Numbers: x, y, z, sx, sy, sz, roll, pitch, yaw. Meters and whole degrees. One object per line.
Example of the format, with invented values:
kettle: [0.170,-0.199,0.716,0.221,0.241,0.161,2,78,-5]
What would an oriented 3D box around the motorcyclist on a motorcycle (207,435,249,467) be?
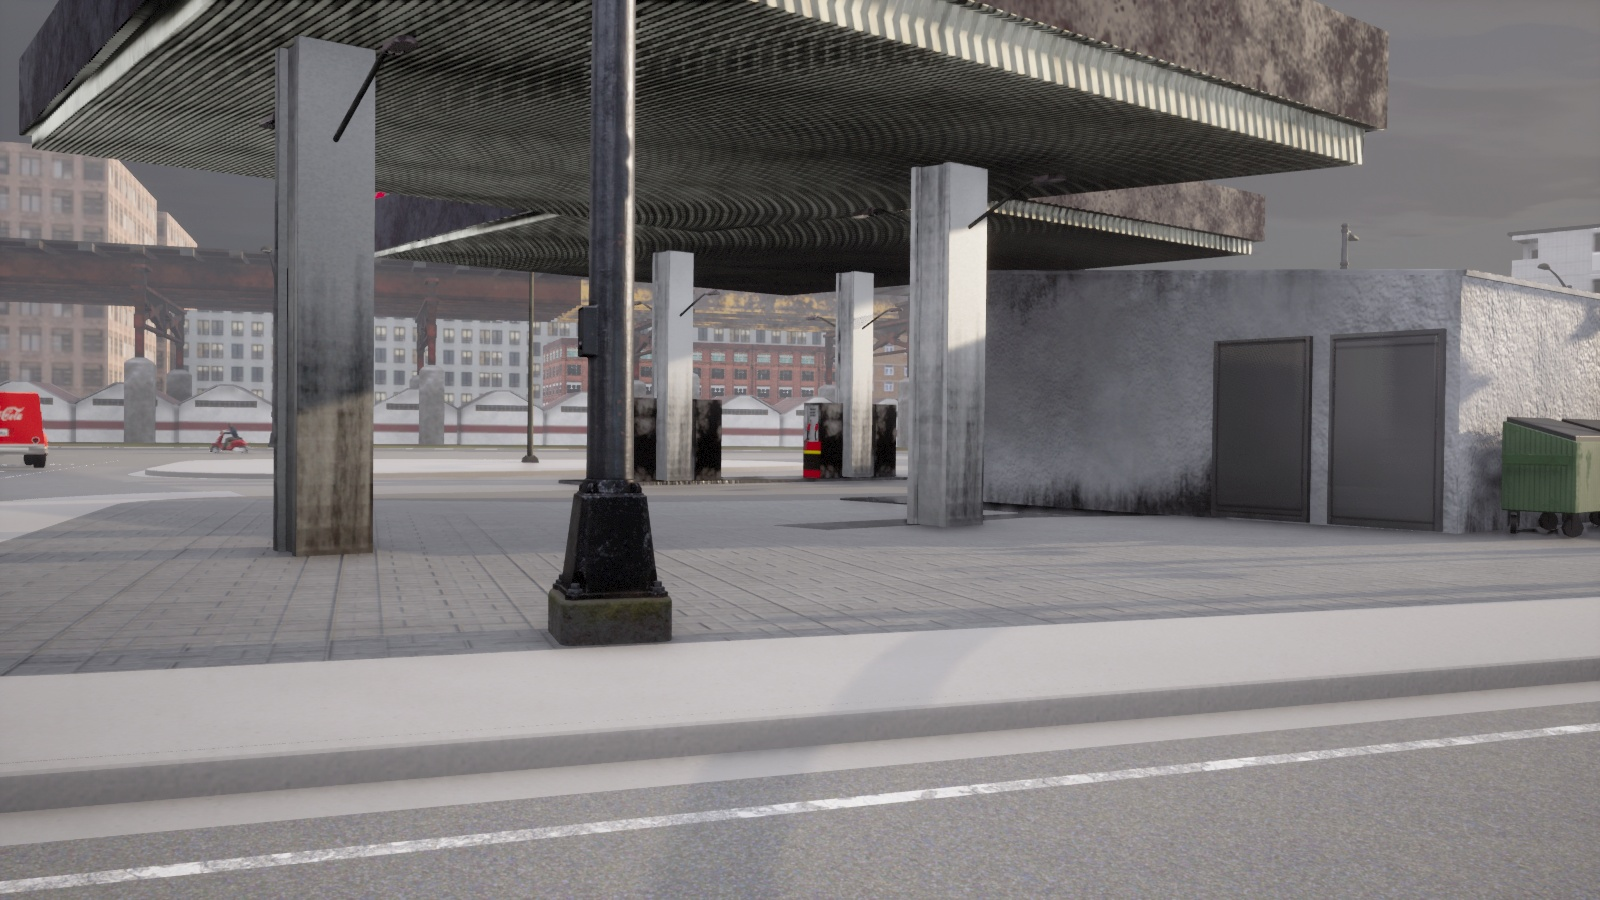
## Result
motorcyclist on a motorcycle: [-28.784,0.034,63.214,1.817,1.590,0.866,-1,1,-19]

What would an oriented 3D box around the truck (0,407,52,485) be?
truck: [-26.975,-0.102,42.389,2.627,2.467,5.204,-2,0,-34]
